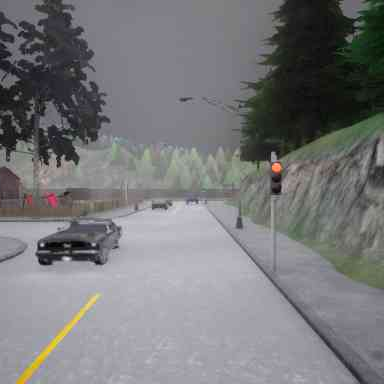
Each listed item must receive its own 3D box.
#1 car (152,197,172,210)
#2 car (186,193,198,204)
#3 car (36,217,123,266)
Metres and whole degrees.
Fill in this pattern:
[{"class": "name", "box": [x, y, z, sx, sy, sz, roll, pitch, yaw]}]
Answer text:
[{"class": "car", "box": [-4.064, 1.478, 42.896, 1.882, 1.535, 5.008, 0, 0, 0]}, {"class": "car", "box": [0.051, 1.221, 62.528, 2.150, 2.045, 5.566, 0, 0, 0]}, {"class": "car", "box": [-3.685, 1.601, 11.685, 1.895, 1.301, 4.718, 0, 0, -4]}]
